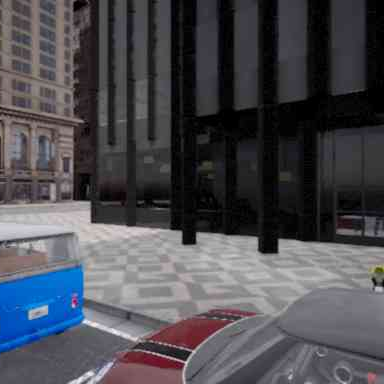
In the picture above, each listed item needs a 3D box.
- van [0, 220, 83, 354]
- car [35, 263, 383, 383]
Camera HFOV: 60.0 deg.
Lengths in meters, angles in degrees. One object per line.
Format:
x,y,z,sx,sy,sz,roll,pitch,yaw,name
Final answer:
-3.534,1.362,5.477,3.998,1.788,1.690,0,0,35,van
1.028,1.442,2.226,4.097,1.590,1.967,0,0,35,car
